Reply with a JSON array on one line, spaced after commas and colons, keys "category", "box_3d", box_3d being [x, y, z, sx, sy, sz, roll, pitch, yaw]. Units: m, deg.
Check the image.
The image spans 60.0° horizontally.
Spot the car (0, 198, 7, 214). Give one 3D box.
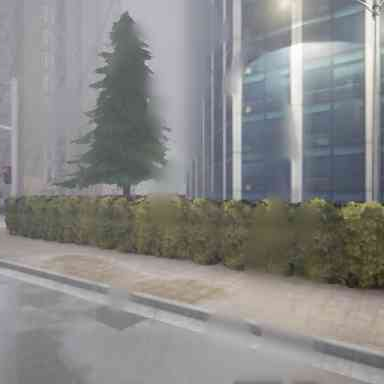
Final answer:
[{"category": "car", "box_3d": [-18.870, 1.352, 32.071, 2.097, 1.767, 4.553, 0, 0, 36]}]
